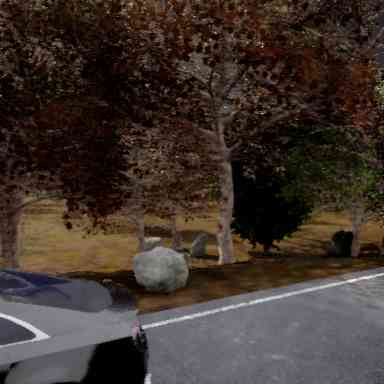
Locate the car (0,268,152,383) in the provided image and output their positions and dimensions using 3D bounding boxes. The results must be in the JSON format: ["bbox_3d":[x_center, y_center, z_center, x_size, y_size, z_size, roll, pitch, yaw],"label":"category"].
[{"bbox_3d":[-2.750,1.470,2.543,4.902,1.511,2.128,-1,1,-28],"label":"car"}]
